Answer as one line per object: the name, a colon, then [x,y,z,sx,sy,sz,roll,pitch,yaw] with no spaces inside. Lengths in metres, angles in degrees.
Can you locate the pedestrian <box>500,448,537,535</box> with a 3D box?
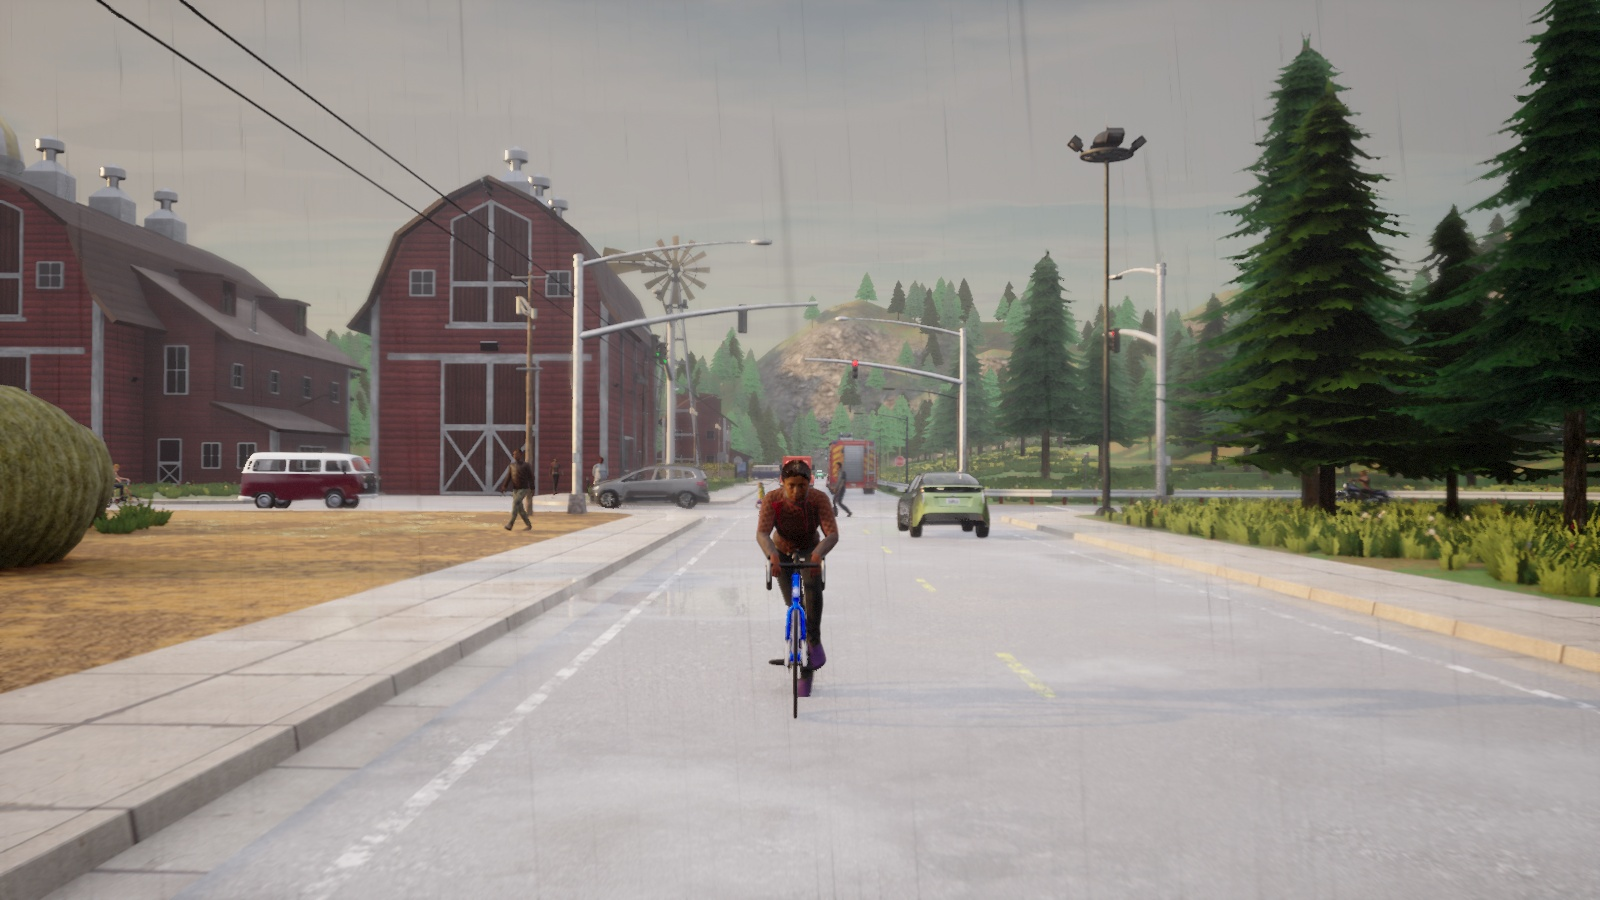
pedestrian: [-6.069,0.881,27.067,0.431,1.840,0.703,-1,-1,25]

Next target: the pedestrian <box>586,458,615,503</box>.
pedestrian: [-8.252,1.265,51.985,0.874,1.855,0.900,0,-1,-37]

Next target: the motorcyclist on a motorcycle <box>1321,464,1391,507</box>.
motorcyclist on a motorcycle: [21.650,1.393,48.902,2.350,1.649,0.766,0,-1,-1]

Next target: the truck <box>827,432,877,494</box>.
truck: [3.308,0.878,81.829,2.891,3.827,8.468,0,-1,0]

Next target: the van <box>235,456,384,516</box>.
van: [-17.373,1.252,44.604,4.480,2.038,2.069,0,-1,-1]

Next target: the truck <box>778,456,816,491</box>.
truck: [-0.204,1.703,90.550,2.627,2.467,5.204,0,-1,0]

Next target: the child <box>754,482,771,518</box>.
child: [-1.191,1.590,40.131,0.473,1.160,0.299,0,-1,11]

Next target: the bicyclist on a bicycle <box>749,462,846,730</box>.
bicyclist on a bicycle: [-0.020,0.893,8.435,0.582,1.620,1.656,0,-1,0]

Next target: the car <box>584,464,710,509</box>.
car: [-5.822,1.389,48.341,4.611,1.667,2.242,0,-1,-1]

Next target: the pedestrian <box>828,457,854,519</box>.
pedestrian: [1.303,1.202,39.721,0.788,1.949,0.423,0,-1,5]

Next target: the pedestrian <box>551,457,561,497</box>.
pedestrian: [-11.259,1.249,57.964,0.328,1.805,0.869,0,-1,-20]

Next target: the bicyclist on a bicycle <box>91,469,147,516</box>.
bicyclist on a bicycle: [-24.105,1.494,44.465,1.509,1.612,0.866,0,-1,-1]

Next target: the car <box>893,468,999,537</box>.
car: [3.430,1.206,30.311,2.007,1.525,4.514,0,-1,0]
